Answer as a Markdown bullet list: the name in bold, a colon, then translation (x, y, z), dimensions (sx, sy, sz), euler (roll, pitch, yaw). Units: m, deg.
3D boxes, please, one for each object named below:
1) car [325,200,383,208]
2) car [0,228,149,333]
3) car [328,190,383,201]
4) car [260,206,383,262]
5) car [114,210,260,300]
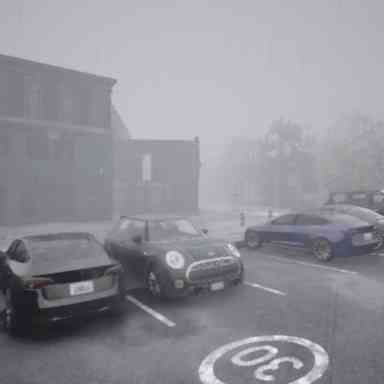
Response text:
- **car**: translation (6.294, 1.287, 13.351), dimensions (2.231, 1.521, 4.892), euler (-2, 0, -33)
- **car**: translation (-3.032, 1.611, 7.250), dimensions (2.163, 1.488, 4.792), euler (-1, 0, -33)
- **car**: translation (8.632, 0.934, 14.851), dimensions (2.435, 2.045, 5.566), euler (-3, 1, -33)
- **car**: translation (3.961, 1.406, 11.844), dimensions (2.163, 1.488, 4.792), euler (-2, 0, -33)
- **car**: translation (-0.708, 1.396, 8.782), dimensions (2.185, 1.767, 4.553), euler (-2, 0, -33)
